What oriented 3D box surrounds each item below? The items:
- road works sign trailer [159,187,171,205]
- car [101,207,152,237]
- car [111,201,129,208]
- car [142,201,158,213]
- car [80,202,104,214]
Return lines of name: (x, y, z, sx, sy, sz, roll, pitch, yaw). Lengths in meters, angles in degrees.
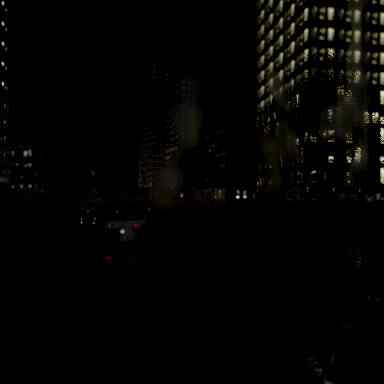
road works sign trailer: (-5.467, 0.856, 66.703, 2.380, 3.560, 2.880, 0, 0, -11)
car: (-3.568, 1.735, 18.994, 1.895, 1.301, 4.718, 0, 0, -2)
car: (-8.443, 1.804, 39.440, 2.033, 1.411, 5.357, 0, 0, -5)
car: (-5.106, 1.785, 40.365, 1.812, 1.442, 4.674, 0, 0, -6)
car: (-11.659, 1.856, 38.869, 1.895, 1.301, 4.718, 0, 0, -5)
